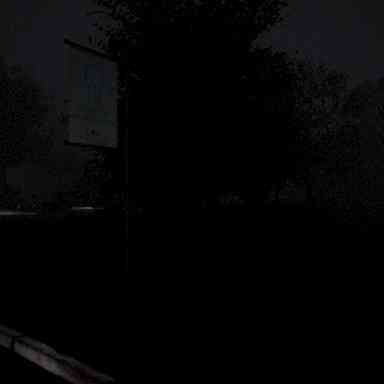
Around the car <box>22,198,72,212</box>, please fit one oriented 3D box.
[{"bbox_3d":[-16.512,1.470,38.652,1.882,1.535,5.008,0,0,39],"label":"car"}]

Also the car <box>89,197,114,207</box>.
[{"bbox_3d":[-12.522,1.508,49.343,2.033,1.411,5.357,0,0,38],"label":"car"}]

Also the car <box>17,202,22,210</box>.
[{"bbox_3d":[-18.976,1.484,41.176,2.128,1.511,4.902,0,0,39],"label":"car"}]

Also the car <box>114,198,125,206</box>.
[{"bbox_3d":[-8.290,1.172,49.108,2.150,2.045,5.566,0,0,38],"label":"car"}]
